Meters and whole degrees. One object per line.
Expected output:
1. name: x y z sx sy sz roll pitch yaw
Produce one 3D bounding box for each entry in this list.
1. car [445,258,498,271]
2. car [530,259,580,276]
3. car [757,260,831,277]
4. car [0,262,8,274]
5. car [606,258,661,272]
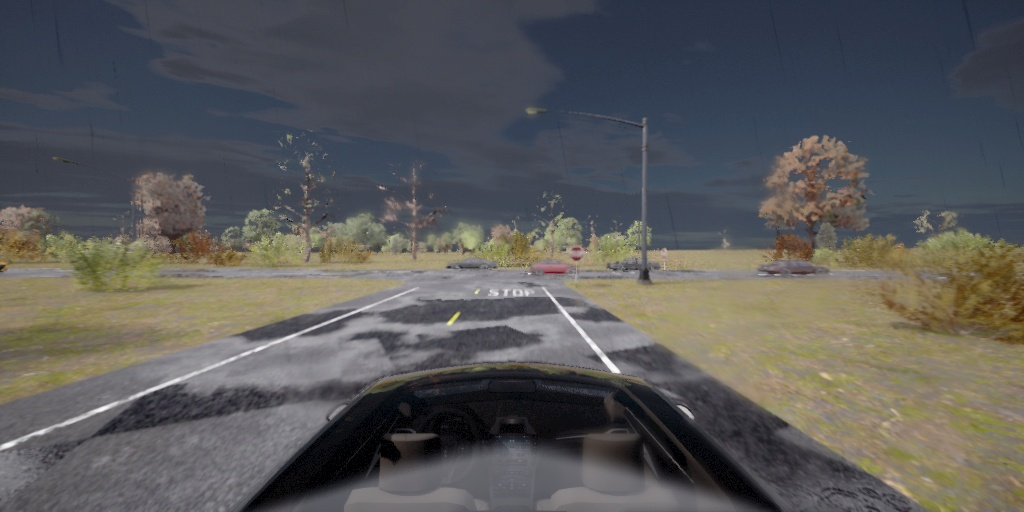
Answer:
1. car: -4.152 0.865 37.307 5.357 1.411 2.033 0 1 -1
2. car: 3.600 0.982 30.483 4.181 1.385 1.994 0 1 -2
3. car: 24.393 1.045 31.086 5.357 1.411 2.033 0 1 -2
4. car: -44.367 0.718 29.131 5.008 1.535 1.882 0 1 -2
5. car: 12.758 0.938 37.757 5.357 1.411 2.033 0 1 -2
